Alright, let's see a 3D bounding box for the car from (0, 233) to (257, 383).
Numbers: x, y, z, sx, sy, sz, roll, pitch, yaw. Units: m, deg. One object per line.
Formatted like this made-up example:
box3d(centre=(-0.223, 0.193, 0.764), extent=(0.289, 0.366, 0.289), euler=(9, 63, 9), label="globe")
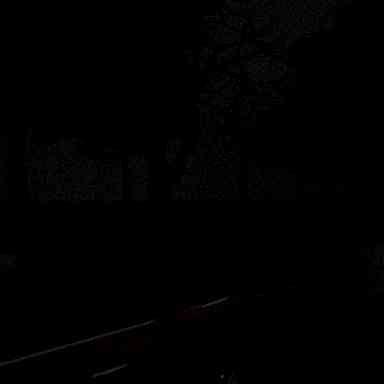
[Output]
box3d(centre=(-1.599, 1.352, 2.892), extent=(4.553, 1.767, 2.097), euler=(0, 0, -36), label="car")
